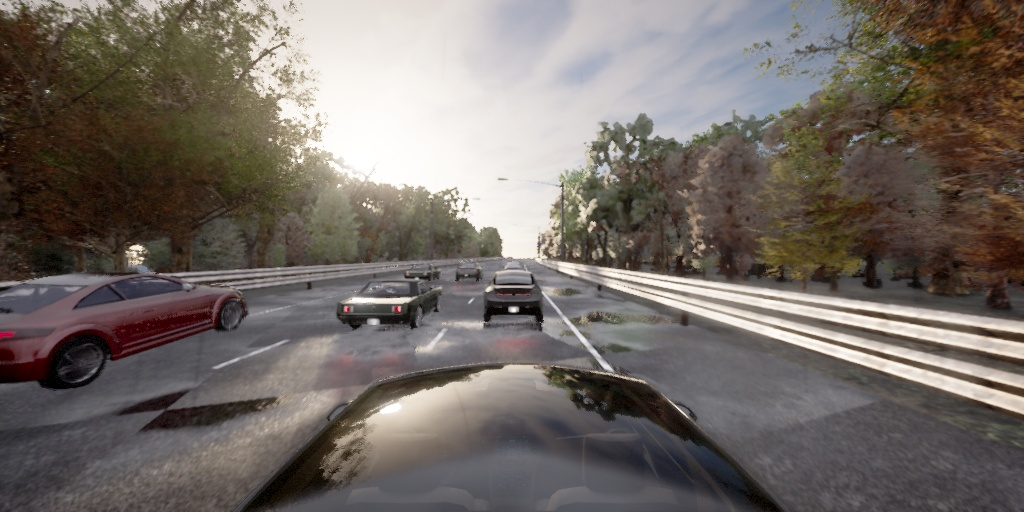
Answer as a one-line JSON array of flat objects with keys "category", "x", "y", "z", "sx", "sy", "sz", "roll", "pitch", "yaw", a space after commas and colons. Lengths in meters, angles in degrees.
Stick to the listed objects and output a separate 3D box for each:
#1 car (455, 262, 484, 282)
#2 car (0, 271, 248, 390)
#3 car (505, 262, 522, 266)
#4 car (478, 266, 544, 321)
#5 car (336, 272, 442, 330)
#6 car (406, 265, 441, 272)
[{"category": "car", "x": -3.397, "y": 1.236, "z": 29.198, "sx": 2.128, "sy": 1.511, "sz": 4.902, "roll": 0, "pitch": 0, "yaw": 0}, {"category": "car", "x": -6.905, "y": 0.956, "z": 6.319, "sx": 1.994, "sy": 1.385, "sz": 4.181, "roll": 2, "pitch": 4, "yaw": -1}, {"category": "car", "x": 0.113, "y": 1.267, "z": 30.617, "sx": 1.812, "sy": 1.442, "sz": 4.674, "roll": 0, "pitch": 0, "yaw": 0}, {"category": "car", "x": 0.043, "y": 1.254, "z": 12.505, "sx": 1.837, "sy": 1.490, "sz": 4.892, "roll": 0, "pitch": 0, "yaw": 0}, {"category": "car", "x": -3.462, "y": 1.351, "z": 11.167, "sx": 1.895, "sy": 1.301, "sz": 4.718, "roll": 0, "pitch": 0, "yaw": 0}, {"category": "car", "x": -6.908, "y": 1.347, "z": 28.261, "sx": 1.895, "sy": 1.301, "sz": 4.718, "roll": 0, "pitch": 0, "yaw": 0}]
